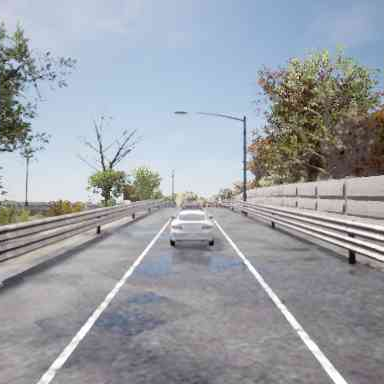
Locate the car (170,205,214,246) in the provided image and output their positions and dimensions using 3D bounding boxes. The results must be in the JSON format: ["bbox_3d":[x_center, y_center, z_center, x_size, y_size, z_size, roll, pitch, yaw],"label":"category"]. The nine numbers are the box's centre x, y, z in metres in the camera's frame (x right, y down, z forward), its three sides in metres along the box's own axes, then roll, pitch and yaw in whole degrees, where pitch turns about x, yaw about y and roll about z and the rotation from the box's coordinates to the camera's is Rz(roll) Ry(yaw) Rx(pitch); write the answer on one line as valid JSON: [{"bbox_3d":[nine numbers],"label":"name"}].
[{"bbox_3d":[0.000,1.533,15.182,1.812,1.442,4.674,0,0,0],"label":"car"}]

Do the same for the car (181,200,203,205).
[{"bbox_3d":[-0.001,1.498,30.217,2.128,1.511,4.902,0,0,0],"label":"car"}]
